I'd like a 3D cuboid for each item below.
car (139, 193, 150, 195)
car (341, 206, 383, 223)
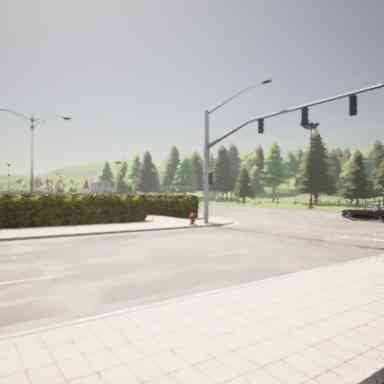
[{"bbox_3d":[-11.557,1.276,78.582,2.150,2.045,5.566,0,0,-35],"label":"car"},{"bbox_3d":[14.853,1.768,27.380,1.895,1.301,4.718,0,0,-31],"label":"car"}]
